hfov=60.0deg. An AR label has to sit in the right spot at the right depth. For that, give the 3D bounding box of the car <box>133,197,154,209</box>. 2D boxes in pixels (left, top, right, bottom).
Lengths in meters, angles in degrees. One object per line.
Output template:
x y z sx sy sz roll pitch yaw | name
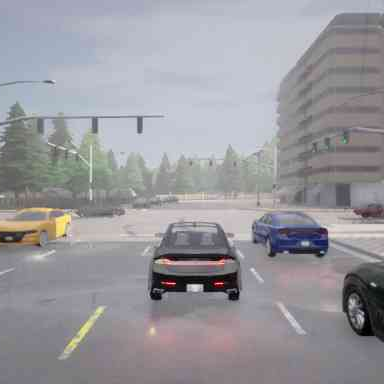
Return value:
-6.979 1.525 46.413 1.812 1.442 4.674 0 0 2 | car

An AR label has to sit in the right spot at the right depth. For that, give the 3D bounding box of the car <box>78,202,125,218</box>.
-8.192 1.589 29.798 4.181 1.385 1.994 0 0 -21 | car

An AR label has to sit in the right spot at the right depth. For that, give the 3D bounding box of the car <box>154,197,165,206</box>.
-6.361 1.525 56.316 1.812 1.442 4.674 0 0 8 | car

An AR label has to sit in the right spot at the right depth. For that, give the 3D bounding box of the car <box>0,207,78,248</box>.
-6.988 1.477 15.049 1.882 1.535 5.008 1 0 -2 | car

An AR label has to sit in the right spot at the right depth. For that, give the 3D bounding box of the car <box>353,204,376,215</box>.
16.501 1.656 28.337 4.718 1.301 1.895 0 0 0 | car

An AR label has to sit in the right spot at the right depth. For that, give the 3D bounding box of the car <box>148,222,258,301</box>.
0.068 1.492 8.335 2.128 1.511 4.902 0 0 0 | car

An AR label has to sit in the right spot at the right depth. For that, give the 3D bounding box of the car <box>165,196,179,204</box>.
-4.216 1.505 66.285 1.837 1.490 4.892 0 0 20 | car

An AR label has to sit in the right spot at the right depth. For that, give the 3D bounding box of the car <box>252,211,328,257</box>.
3.586 1.478 12.980 1.882 1.535 5.008 0 0 0 | car

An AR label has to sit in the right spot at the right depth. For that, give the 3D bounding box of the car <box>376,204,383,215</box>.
16.809 1.407 24.843 4.553 1.767 2.097 0 0 0 | car

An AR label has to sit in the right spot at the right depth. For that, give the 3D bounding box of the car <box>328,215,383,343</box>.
3.600 1.352 3.829 2.097 1.767 4.553 0 0 0 | car
